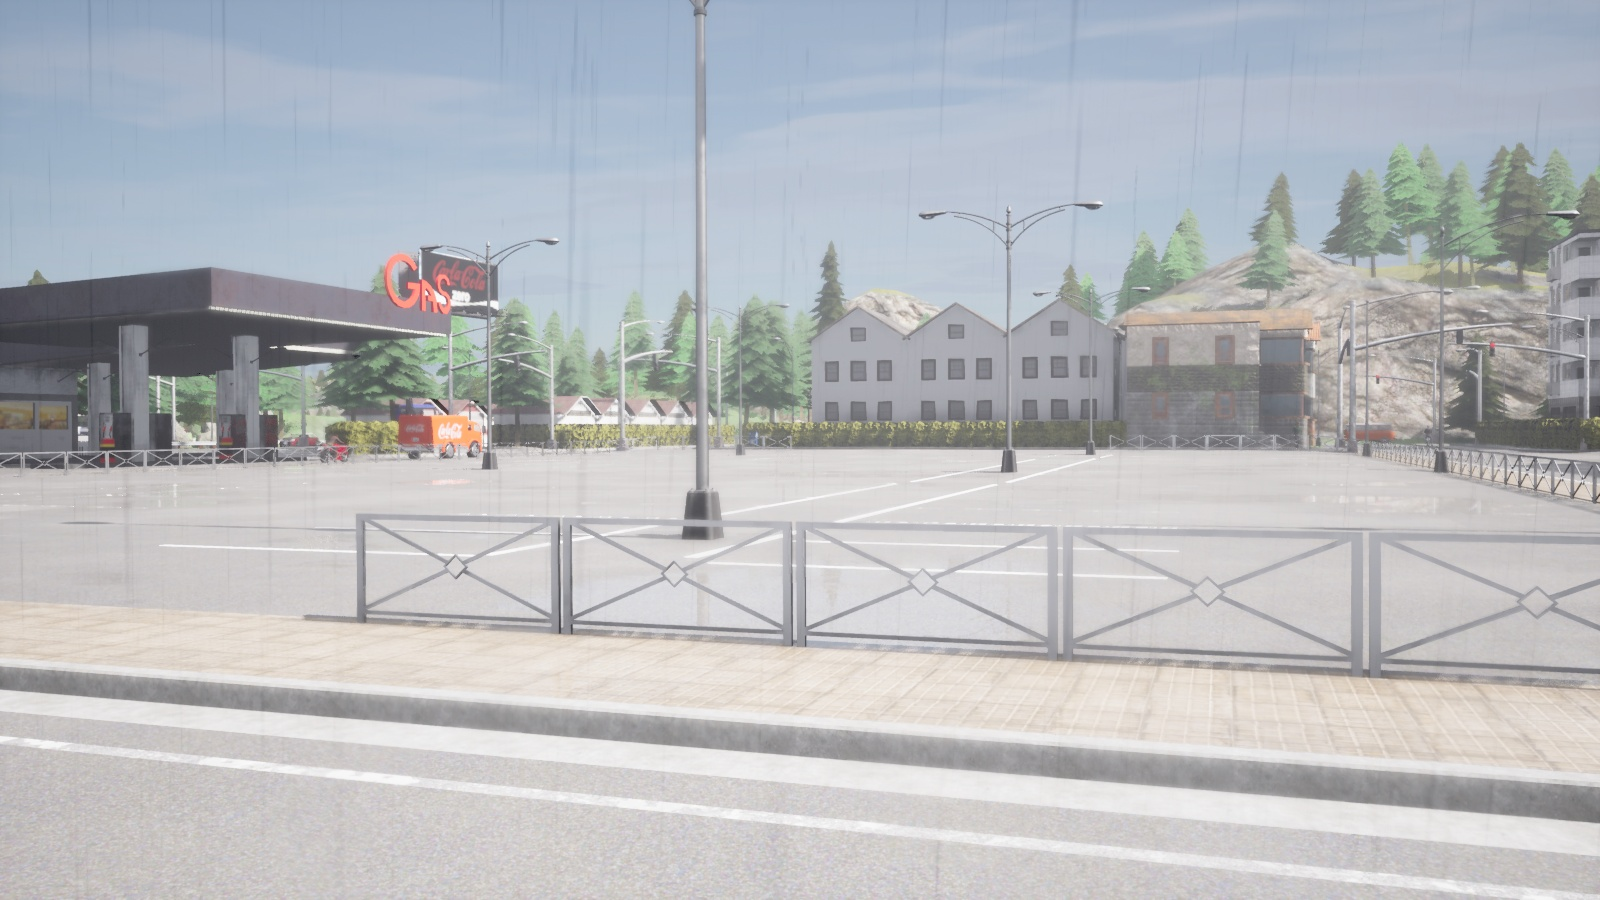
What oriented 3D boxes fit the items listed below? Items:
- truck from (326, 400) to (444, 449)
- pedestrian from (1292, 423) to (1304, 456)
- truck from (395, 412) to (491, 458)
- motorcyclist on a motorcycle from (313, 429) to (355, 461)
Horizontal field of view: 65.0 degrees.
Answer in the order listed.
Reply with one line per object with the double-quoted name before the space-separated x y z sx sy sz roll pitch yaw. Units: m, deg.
"truck" -30.355 -1.867 91.884 7.936 3.462 2.891 0 2 19
"pedestrian" 29.699 -0.655 74.855 0.423 1.949 0.788 0 1 2
"truck" -19.786 -0.852 69.821 2.627 2.467 5.204 1 1 19
"motorcyclist on a motorcycle" -22.763 -0.260 61.423 0.797 1.523 2.044 1 1 19
